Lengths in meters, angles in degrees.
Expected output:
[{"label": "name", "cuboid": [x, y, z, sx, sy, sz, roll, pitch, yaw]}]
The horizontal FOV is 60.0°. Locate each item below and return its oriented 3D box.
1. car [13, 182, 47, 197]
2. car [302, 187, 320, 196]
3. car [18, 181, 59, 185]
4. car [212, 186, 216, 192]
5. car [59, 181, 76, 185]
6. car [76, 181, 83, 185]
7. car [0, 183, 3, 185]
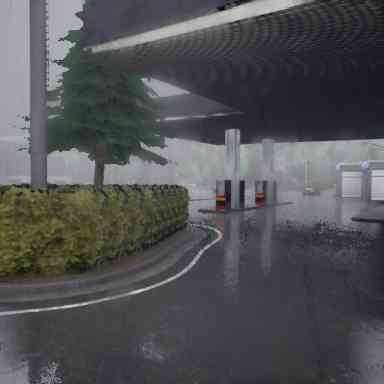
[{"label": "car", "cuboid": [-20.719, -0.361, 42.518, 4.605, 1.855, 1.932, 2, 2, 36]}, {"label": "car", "cuboid": [20.160, -0.032, 56.152, 1.812, 1.442, 4.674, 2, 2, 36]}, {"label": "car", "cuboid": [-16.306, -0.103, 35.226, 3.866, 1.878, 1.905, 2, 2, 36]}, {"label": "car", "cuboid": [6.320, -0.646, 65.236, 5.027, 1.636, 2.152, 2, 2, 36]}, {"label": "car", "cuboid": [-25.351, -1.184, 65.625, 3.866, 1.878, 1.905, 2, 2, 36]}, {"label": "car", "cuboid": [-23.969, -1.237, 68.214, 4.605, 1.855, 1.932, 2, 2, 36]}, {"label": "car", "cuboid": [-32.901, -0.831, 55.302, 5.027, 1.636, 2.152, 2, 2, 36]}]
